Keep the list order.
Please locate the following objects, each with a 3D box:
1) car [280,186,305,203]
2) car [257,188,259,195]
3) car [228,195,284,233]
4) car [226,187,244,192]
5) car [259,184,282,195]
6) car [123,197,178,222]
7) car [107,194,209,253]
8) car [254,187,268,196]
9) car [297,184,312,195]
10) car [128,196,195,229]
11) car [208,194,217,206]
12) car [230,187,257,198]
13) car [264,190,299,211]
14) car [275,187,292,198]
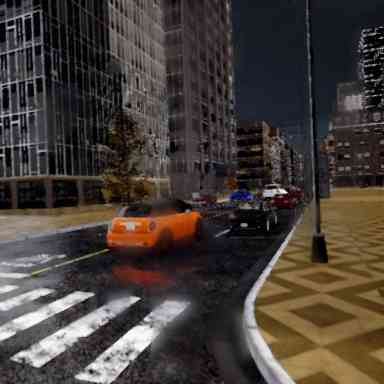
[{"bbox_3d":[11.158,0.408,36.409,1.887,1.381,4.507,-2,1,22],"label":"car"},{"bbox_3d":[11.531,0.047,60.009,1.752,1.417,4.829,-2,1,22],"label":"car"},{"bbox_3d":[2.943,1.067,15.754,2.008,1.369,4.403,-2,1,22],"label":"car"},{"bbox_3d":[11.912,-0.681,92.276,4.507,1.381,1.887,-1,0,21],"label":"car"},{"bbox_3d":[10.227,0.060,41.251,2.150,2.045,5.566,-2,1,22],"label":"car"},{"bbox_3d":[-2.845,1.188,23.862,1.752,1.417,4.829,-2,1,22],"label":"car"},{"bbox_3d":[-1.197,1.096,12.658,2.097,1.767,4.553,-2,1,22],"label":"car"},{"bbox_3d":[13.645,-0.207,65.329,1.967,1.590,4.097,-2,1,22],"label":"car"},{"bbox_3d":[19.364,-0.473,57.059,2.192,1.841,5.009,-2,1,22],"label":"car"},{"bbox_3d":[-1.630,1.140,19.940,1.882,1.535,5.008,-2,1,22],"label":"car"},{"bbox_3d":[1.327,0.913,34.349,1.802,1.307,4.206,-2,1,22],"label":"car"},{"bbox_3d":[5.731,0.556,38.376,1.882,1.535,5.008,-2,1,22],"label":"car"},{"bbox_3d":[7.052,0.772,26.082,1.802,1.307,4.206,-2,1,22],"label":"car"},{"bbox_3d":[13.986,0.016,50.821,1.882,1.535,5.008,-2,1,22],"label":"car"}]
